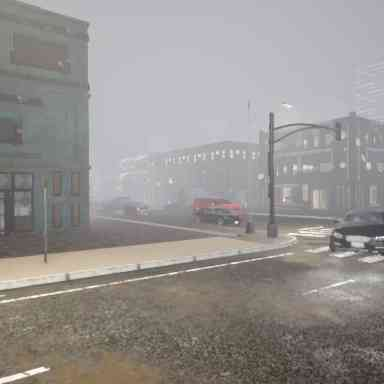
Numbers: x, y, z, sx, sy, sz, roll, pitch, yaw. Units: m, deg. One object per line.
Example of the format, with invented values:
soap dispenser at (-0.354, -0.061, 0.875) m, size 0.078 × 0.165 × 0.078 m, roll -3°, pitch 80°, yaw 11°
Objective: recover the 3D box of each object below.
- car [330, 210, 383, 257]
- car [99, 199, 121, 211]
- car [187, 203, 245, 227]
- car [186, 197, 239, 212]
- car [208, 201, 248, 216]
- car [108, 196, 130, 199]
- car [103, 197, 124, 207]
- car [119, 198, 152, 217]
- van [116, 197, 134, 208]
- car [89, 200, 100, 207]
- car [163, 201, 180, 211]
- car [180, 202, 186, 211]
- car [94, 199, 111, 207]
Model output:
car at (6.836, 1.490, 13.107) m, size 2.128 × 1.511 × 4.902 m, roll 1°, pitch 0°, yaw 33°
car at (-11.573, 2.127, 49.132) m, size 1.895 × 1.301 × 4.718 m, roll -1°, pitch 0°, yaw -35°
car at (1.890, 1.814, 25.421) m, size 1.947 × 1.339 × 4.313 m, roll -2°, pitch 0°, yaw -35°
car at (2.171, 1.480, 29.712) m, size 2.150 × 2.045 × 5.566 m, roll -1°, pitch 0°, yaw -35°
car at (3.987, 1.809, 37.146) m, size 2.008 × 1.369 × 4.403 m, roll -2°, pitch 0°, yaw -35°
car at (-12.082, 1.774, 55.297) m, size 2.150 × 2.045 × 5.566 m, roll -1°, pitch 0°, yaw -35°
car at (-15.255, 1.939, 64.218) m, size 2.192 × 1.841 × 5.009 m, roll -1°, pitch 0°, yaw -35°
car at (-6.051, 1.846, 36.802) m, size 1.967 × 1.590 × 4.097 m, roll -1°, pitch 0°, yaw -35°
van at (-12.048, 1.906, 59.706) m, size 1.690 × 1.788 × 3.998 m, roll -1°, pitch 0°, yaw -35°
car at (-18.296, 2.268, 64.050) m, size 1.895 × 1.301 × 4.718 m, roll -1°, pitch 0°, yaw -36°
car at (-2.424, 1.965, 46.170) m, size 1.802 × 1.307 × 4.206 m, roll -2°, pitch 0°, yaw -35°
car at (0.782, 1.903, 41.659) m, size 1.802 × 1.307 × 4.206 m, roll -2°, pitch 0°, yaw -35°
car at (-18.456, 2.227, 68.730) m, size 1.887 × 1.381 × 4.507 m, roll -1°, pitch 0°, yaw -35°
